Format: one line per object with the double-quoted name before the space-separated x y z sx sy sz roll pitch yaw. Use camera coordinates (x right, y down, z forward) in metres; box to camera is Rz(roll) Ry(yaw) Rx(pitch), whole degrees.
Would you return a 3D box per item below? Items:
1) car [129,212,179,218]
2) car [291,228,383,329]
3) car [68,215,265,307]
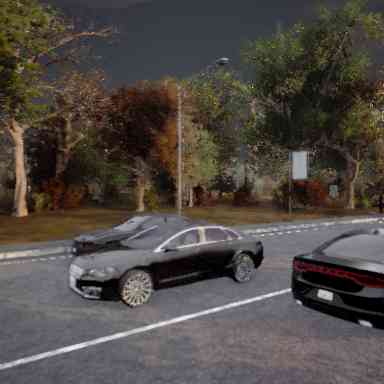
"car" -1.520 1.474 11.510 5.008 1.535 1.882 0 0 -36
"car" 4.122 1.474 6.692 5.008 1.535 1.882 0 0 -35
"car" -0.373 1.489 8.029 4.902 1.511 2.128 0 0 -36
